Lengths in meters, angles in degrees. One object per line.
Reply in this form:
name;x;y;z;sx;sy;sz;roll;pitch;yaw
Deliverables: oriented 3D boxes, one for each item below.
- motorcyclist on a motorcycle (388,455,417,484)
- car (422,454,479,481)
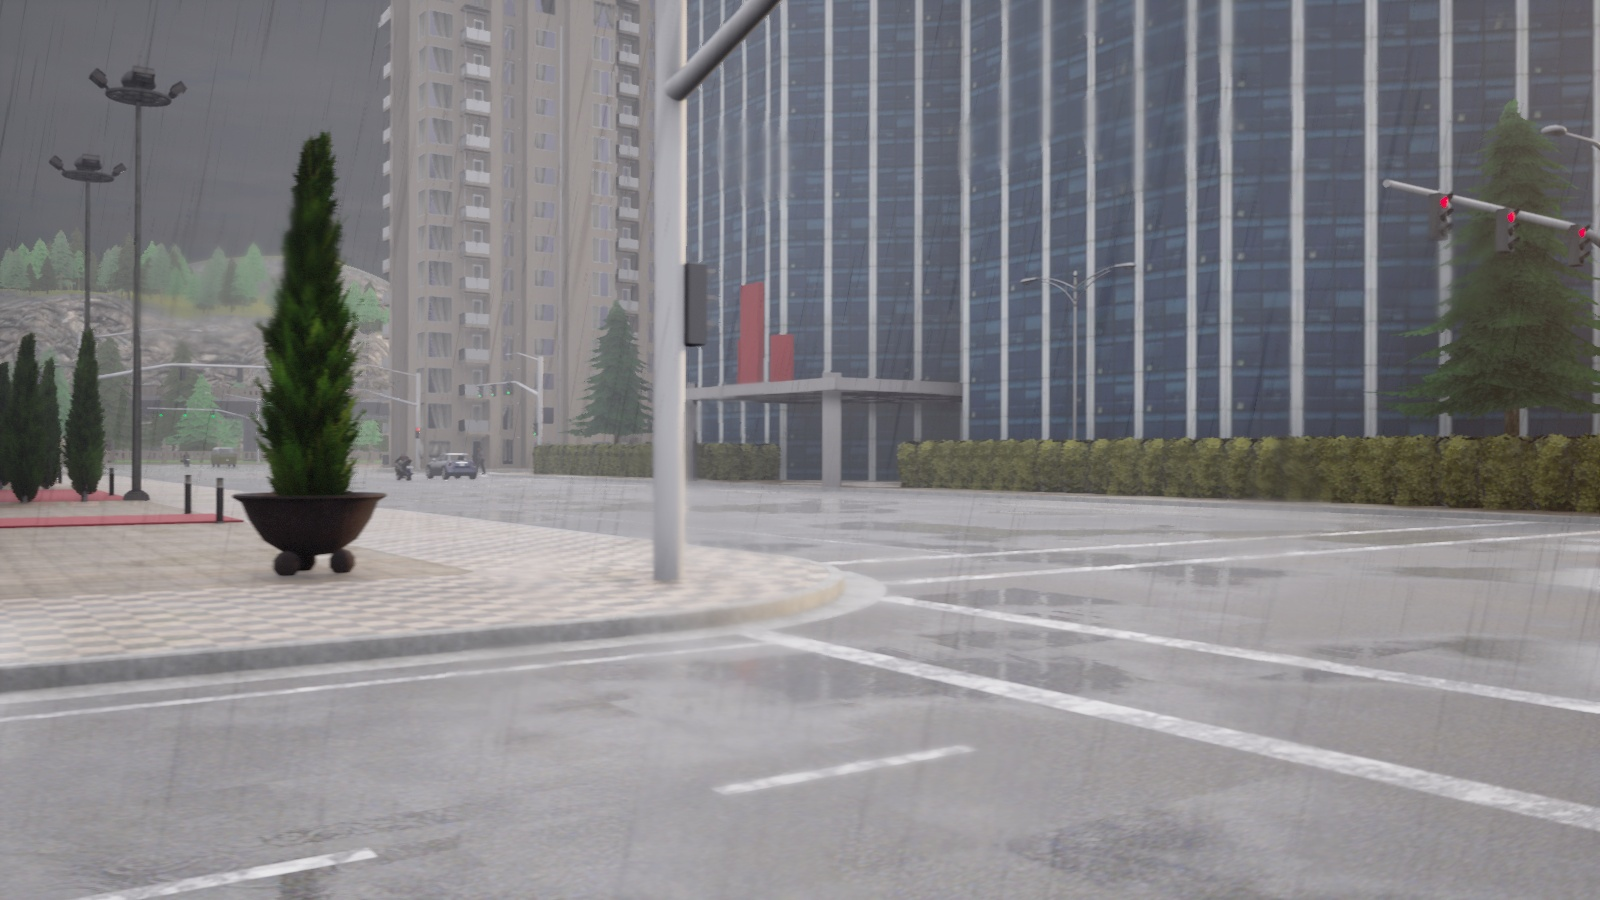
motorcyclist on a motorcycle;-21.398;1.024;67.602;0.866;1.530;2.191;0;0;-35
car;-19.963;0.966;71.641;1.970;1.475;3.806;0;0;-35
